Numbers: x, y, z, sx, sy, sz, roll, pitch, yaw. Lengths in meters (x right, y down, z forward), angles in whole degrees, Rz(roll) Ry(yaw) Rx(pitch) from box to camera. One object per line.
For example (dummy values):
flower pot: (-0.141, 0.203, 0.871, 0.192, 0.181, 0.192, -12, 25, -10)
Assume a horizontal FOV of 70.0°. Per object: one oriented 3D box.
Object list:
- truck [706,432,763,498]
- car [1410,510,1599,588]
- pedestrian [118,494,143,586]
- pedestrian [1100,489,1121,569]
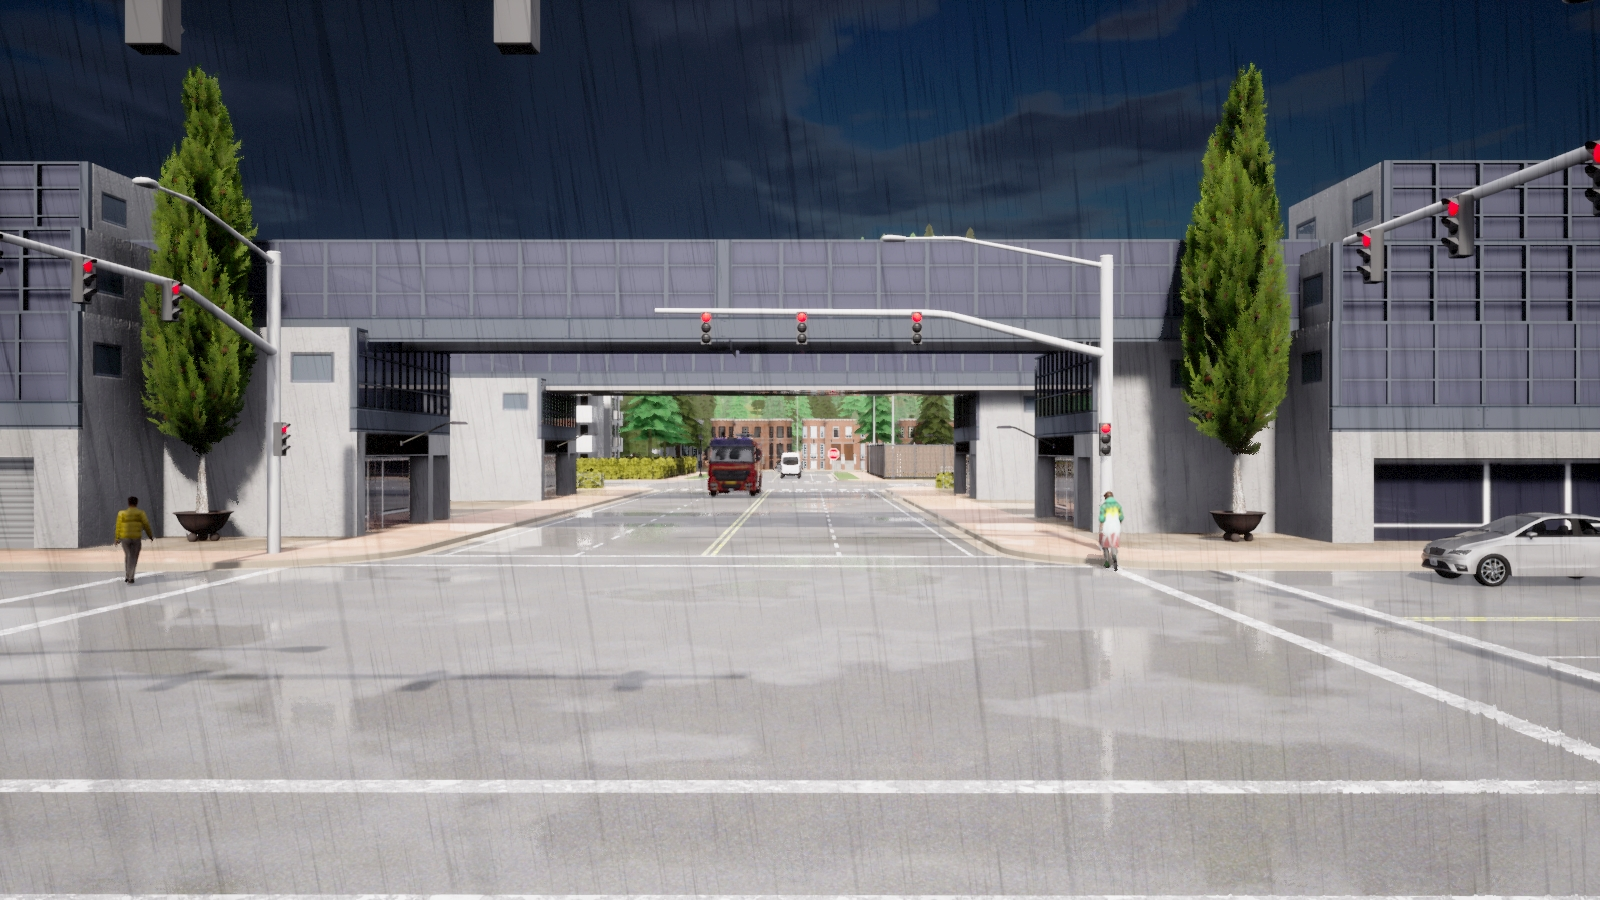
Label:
truck: (-3.978, 0.890, 70.875, 2.891, 3.827, 8.468, 0, 0, 1)
car: (15.490, 2.066, 24.189, 4.193, 1.474, 1.816, 0, 0, 0)
pedestrian: (-13.843, 1.848, 23.637, 0.375, 1.860, 0.375, 0, 0, -19)
pedestrian: (7.290, 1.848, 26.810, 0.375, 1.860, 0.375, 0, 0, -1)
